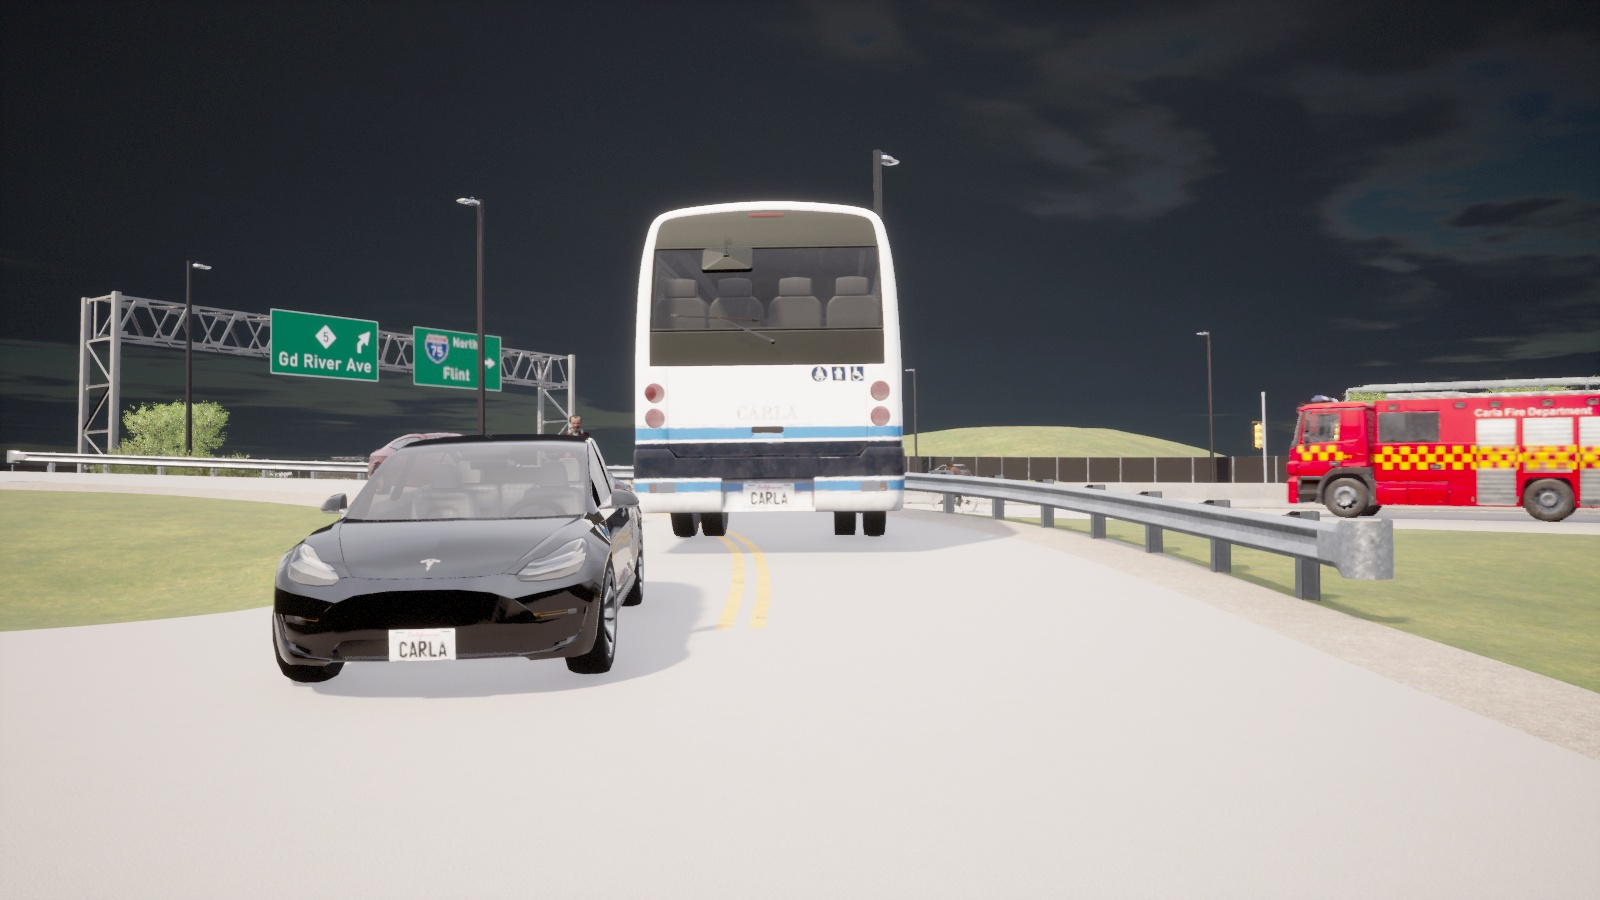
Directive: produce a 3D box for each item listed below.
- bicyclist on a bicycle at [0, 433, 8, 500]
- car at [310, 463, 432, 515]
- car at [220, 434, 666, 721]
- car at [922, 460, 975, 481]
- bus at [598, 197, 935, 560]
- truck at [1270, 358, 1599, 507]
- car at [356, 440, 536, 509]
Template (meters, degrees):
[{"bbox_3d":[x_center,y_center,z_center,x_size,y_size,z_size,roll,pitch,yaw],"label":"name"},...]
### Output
[{"bbox_3d":[-19.886,0.403,29.890,0.582,1.620,1.656,0,0,35],"label":"bicyclist on a bicycle"},{"bbox_3d":[-15.987,1.467,46.698,4.605,1.855,1.932,-2,-2,35],"label":"car"},{"bbox_3d":[-2.219,0.669,9.344,2.163,1.488,4.792,-2,1,-4],"label":"car"},{"bbox_3d":[10.769,1.515,91.110,1.970,1.475,3.806,-1,-1,-28],"label":"car"},{"bbox_3d":[-0.253,-0.931,20.320,3.944,4.253,10.273,-2,1,2],"label":"bus"},{"bbox_3d":[18.211,-0.344,35.782,8.468,3.827,2.891,-2,-2,35],"label":"truck"},{"bbox_3d":[-8.053,0.506,28.328,4.674,1.442,1.812,0,0,44],"label":"car"}]
